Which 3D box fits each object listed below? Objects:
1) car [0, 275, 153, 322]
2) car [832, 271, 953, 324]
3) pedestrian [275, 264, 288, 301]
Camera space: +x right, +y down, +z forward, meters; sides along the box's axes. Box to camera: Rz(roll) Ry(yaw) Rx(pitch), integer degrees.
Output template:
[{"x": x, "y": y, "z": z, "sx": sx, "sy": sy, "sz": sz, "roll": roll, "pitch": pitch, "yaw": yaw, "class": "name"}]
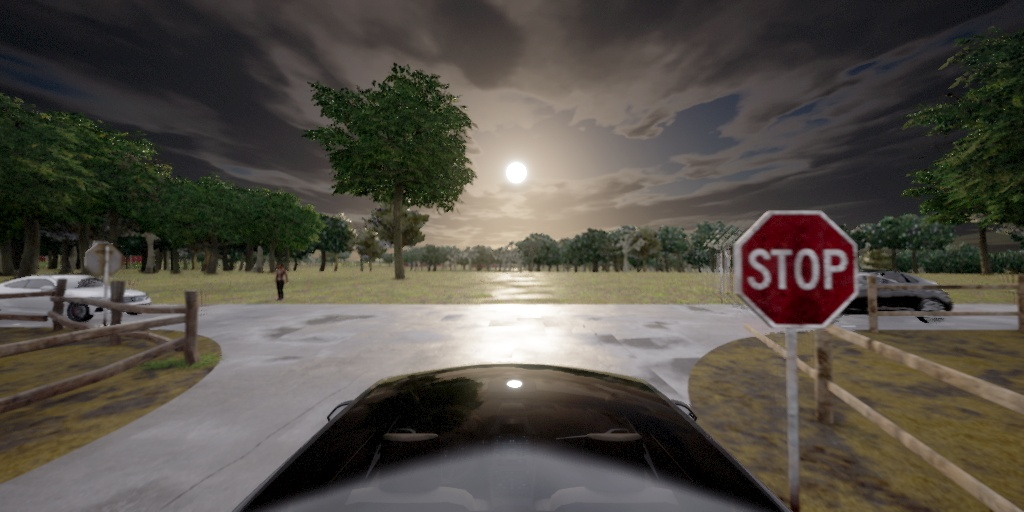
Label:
[{"x": -14.901, "y": 1.356, "z": 12.002, "sx": 4.674, "sy": 1.442, "sz": 1.812, "roll": 0, "pitch": -2, "yaw": 2, "class": "car"}, {"x": 10.592, "y": 1.235, "z": 11.208, "sx": 4.902, "sy": 1.511, "sz": 2.128, "roll": 0, "pitch": -2, "yaw": 2, "class": "car"}, {"x": -11.538, "y": 1.289, "z": 17.881, "sx": 0.375, "sy": 1.860, "sz": 0.375, "roll": 0, "pitch": -2, "yaw": 2, "class": "pedestrian"}]
